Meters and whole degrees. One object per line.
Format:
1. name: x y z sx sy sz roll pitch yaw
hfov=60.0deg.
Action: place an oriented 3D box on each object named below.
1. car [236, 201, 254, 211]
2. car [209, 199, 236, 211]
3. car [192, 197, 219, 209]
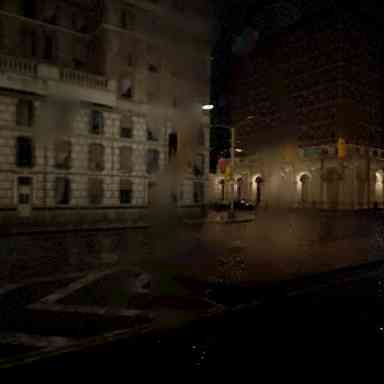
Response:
1. car: 7.116 1.988 48.708 1.994 1.385 4.181 1 0 -35
2. car: 3.630 1.979 47.565 1.895 1.301 4.718 1 -1 -35
3. car: 2.221 1.774 55.656 2.097 1.767 4.553 1 0 -35
